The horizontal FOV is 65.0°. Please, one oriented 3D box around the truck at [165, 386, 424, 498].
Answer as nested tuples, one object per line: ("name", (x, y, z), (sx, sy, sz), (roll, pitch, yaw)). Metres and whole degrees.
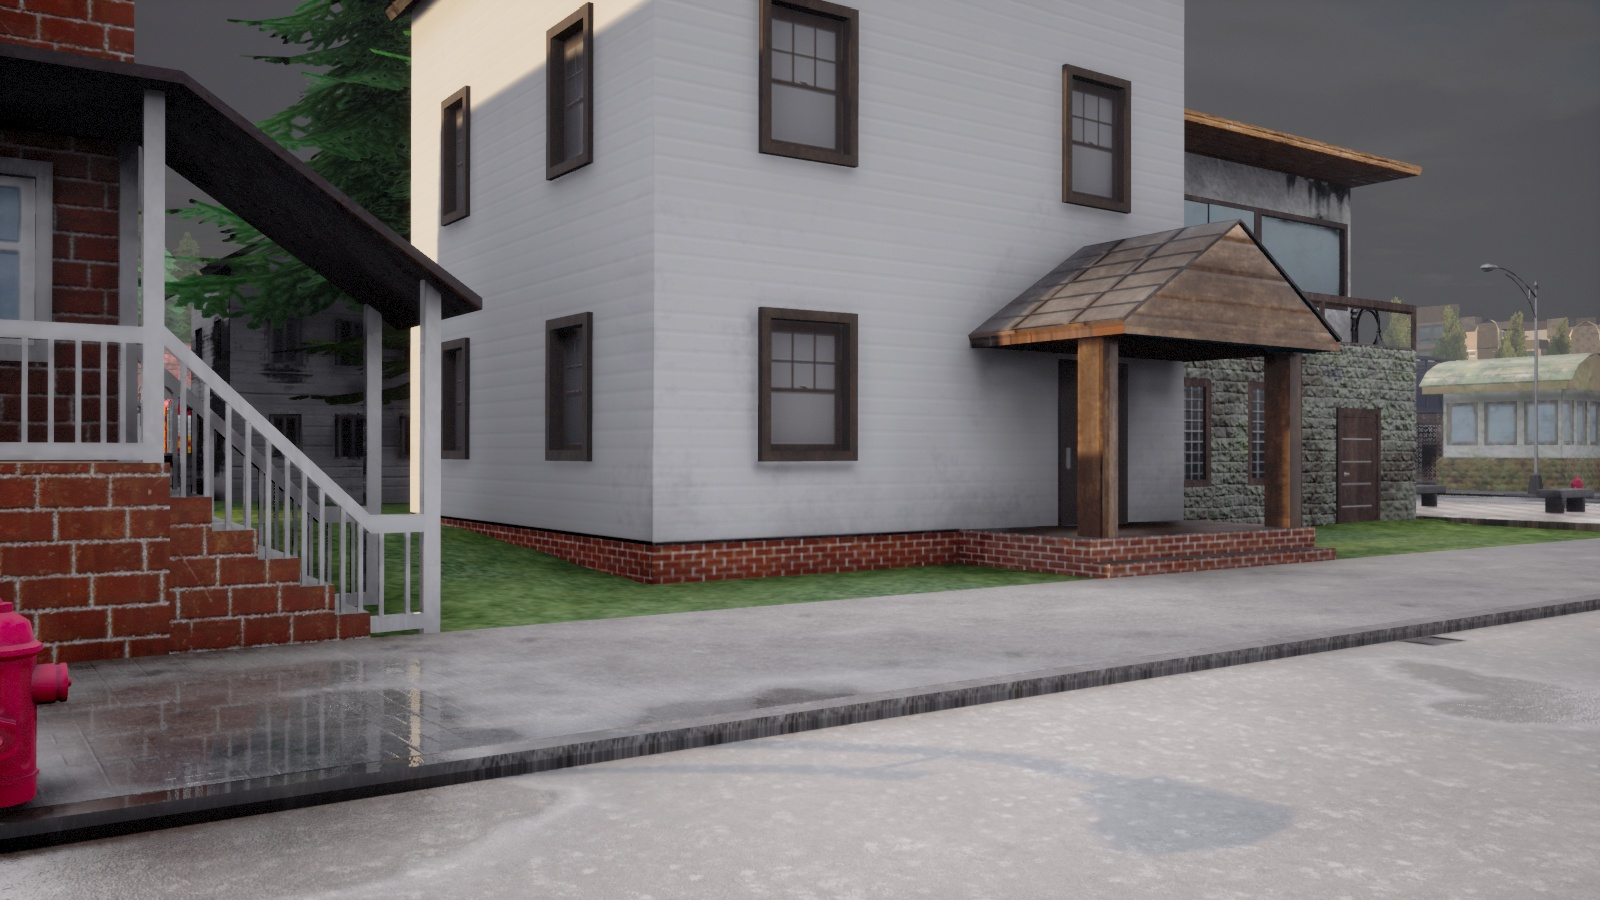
("truck", (-18.604, -0.266, 46.530), (8.468, 3.827, 2.891), (0, 0, -35))
